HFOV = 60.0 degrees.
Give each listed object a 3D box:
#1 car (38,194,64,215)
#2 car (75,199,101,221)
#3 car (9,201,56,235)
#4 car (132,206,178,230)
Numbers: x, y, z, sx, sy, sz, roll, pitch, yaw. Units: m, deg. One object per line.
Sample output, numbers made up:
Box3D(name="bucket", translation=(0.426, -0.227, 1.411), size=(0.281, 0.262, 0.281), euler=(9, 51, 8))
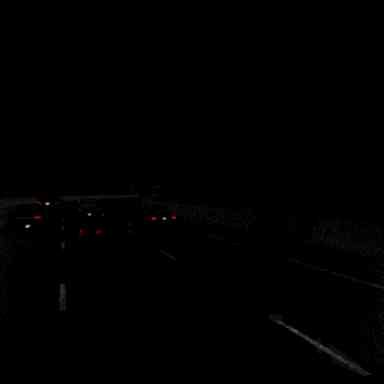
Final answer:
Box3D(name="car", translation=(-14.621, 1.262, 34.363), size=(2.150, 2.045, 5.566), euler=(0, 0, -17))
Box3D(name="car", translation=(-8.692, 1.555, 27.816), size=(1.812, 1.442, 4.674), euler=(0, 0, -20))
Box3D(name="car", translation=(-9.107, 1.514, 18.920), size=(2.128, 1.511, 4.902), euler=(0, 0, -21))
Box3D(name="car", translation=(-2.487, 1.566, 21.210), size=(2.033, 1.411, 5.357), euler=(0, 0, -21))
